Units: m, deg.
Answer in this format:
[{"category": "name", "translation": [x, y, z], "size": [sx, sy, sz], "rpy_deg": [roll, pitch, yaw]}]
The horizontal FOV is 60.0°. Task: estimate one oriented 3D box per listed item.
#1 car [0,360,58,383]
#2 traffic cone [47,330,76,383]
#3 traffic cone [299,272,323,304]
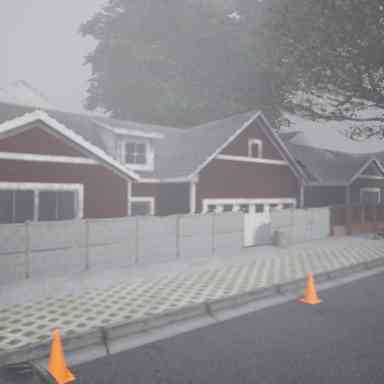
[{"category": "car", "translation": [-2.816, 1.553, 0.573], "size": [5.357, 1.411, 2.033], "rpy_deg": [0, 0, -35]}, {"category": "traffic cone", "translation": [-1.625, 1.959, 4.002], "size": [0.340, 0.580, 0.340], "rpy_deg": [0, 0, -39]}, {"category": "traffic cone", "translation": [2.455, 1.955, 6.871], "size": [0.340, 0.580, 0.340], "rpy_deg": [0, 0, -36]}]
